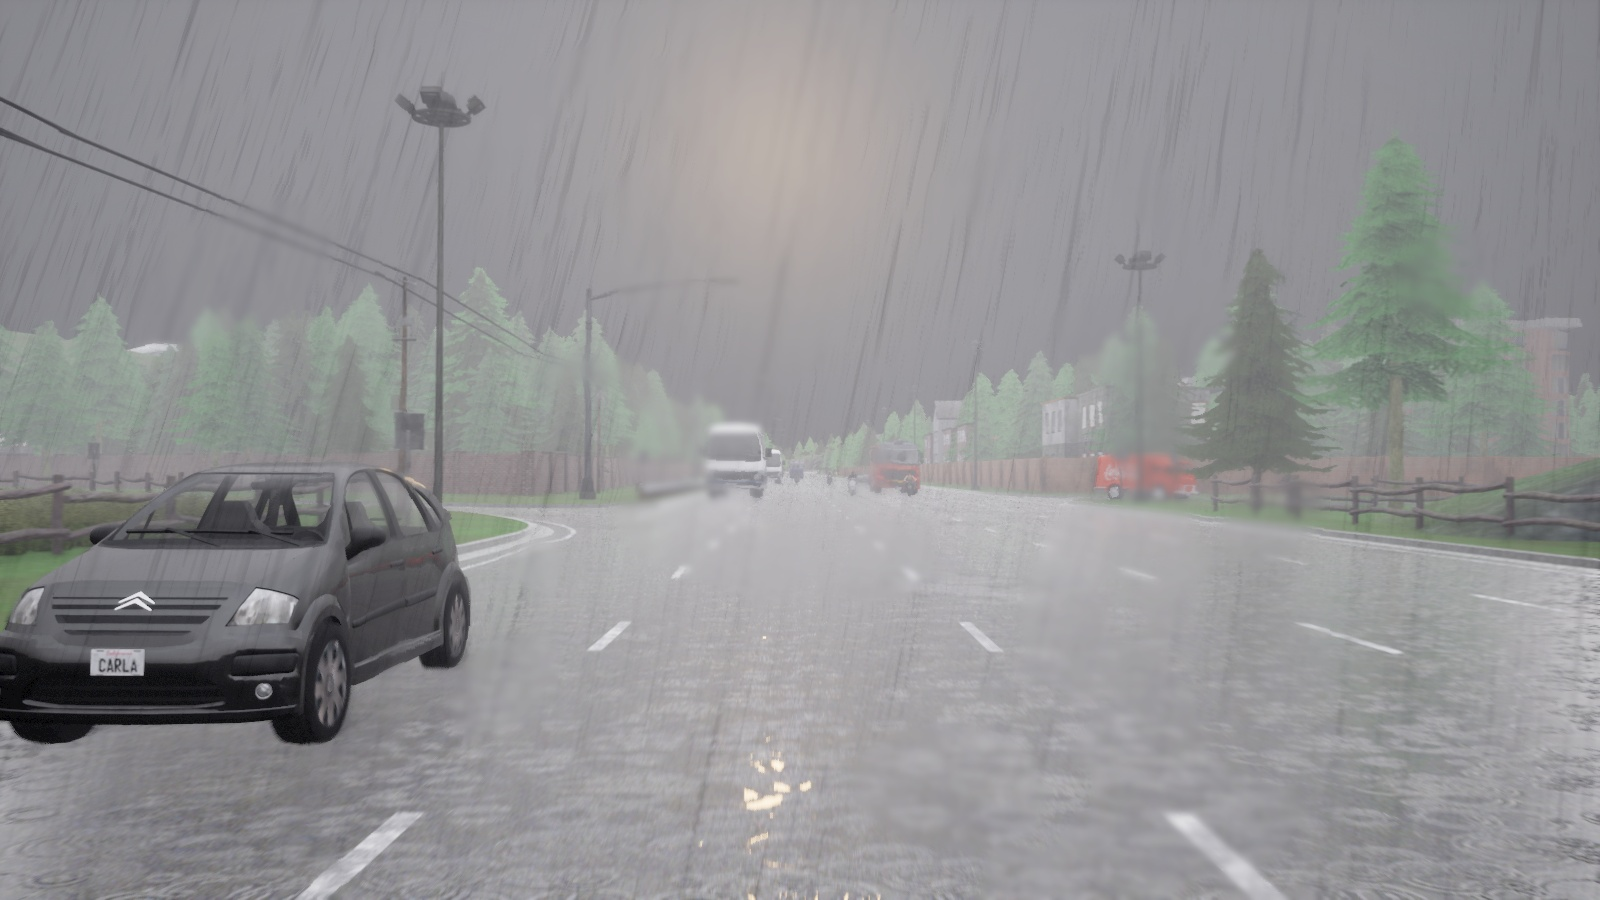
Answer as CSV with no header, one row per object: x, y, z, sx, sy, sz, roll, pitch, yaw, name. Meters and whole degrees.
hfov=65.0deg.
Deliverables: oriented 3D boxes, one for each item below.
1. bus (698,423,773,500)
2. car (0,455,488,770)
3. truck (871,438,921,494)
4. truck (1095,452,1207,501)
-3.689,0.727,74.849,3.944,4.253,10.273,0,-1,0,bus
-3.522,0.872,8.486,1.851,1.617,3.988,0,-1,0,car
6.776,1.150,89.674,2.891,3.827,8.468,0,-1,0,truck
18.571,1.389,66.659,2.627,2.467,5.204,0,-1,-37,truck
